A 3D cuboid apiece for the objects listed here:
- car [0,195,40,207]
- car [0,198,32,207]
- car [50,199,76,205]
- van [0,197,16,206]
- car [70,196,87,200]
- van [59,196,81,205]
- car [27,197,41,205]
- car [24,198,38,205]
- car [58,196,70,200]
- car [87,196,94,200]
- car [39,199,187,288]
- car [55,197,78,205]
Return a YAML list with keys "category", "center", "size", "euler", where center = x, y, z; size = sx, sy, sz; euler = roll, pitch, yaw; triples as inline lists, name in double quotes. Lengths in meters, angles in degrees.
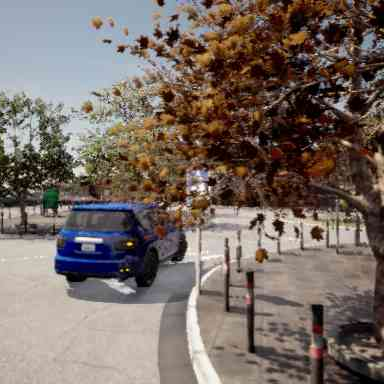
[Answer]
- category: "car"
  center: [-30.754, 1.590, 59.089]
  size: [5.566, 2.045, 2.435]
  euler: [1, -2, -38]
- category: "car"
  center: [-32.409, 1.892, 61.176]
  size: [4.892, 1.521, 2.231]
  euler: [1, -2, -38]
- category: "car"
  center: [-30.681, 2.364, 79.307]
  size: [5.366, 1.575, 1.946]
  euler: [1, -2, -38]
- category: "van"
  center: [-40.853, 2.038, 72.302]
  size: [4.442, 1.987, 1.878]
  euler: [1, -2, -38]
- category: "car"
  center: [-19.105, 1.780, 55.881]
  size: [1.882, 1.535, 5.008]
  euler: [1, -1, -21]
- category: "van"
  center: [-27.289, 1.961, 74.415]
  size: [4.442, 1.987, 1.878]
  euler: [1, -2, -38]
- category: "car"
  center: [-40.760, 2.336, 85.657]
  size: [2.150, 2.045, 5.566]
  euler: [1, -3, -38]
- category: "car"
  center: [-35.672, 2.144, 73.728]
  size: [1.812, 1.442, 4.674]
  euler: [1, -2, -38]
- category: "car"
  center: [-25.839, 1.962, 66.309]
  size: [1.882, 1.535, 5.008]
  euler: [1, -2, -38]
- category: "car"
  center: [-19.784, 1.797, 64.866]
  size: [4.553, 1.767, 2.185]
  euler: [1, -2, -38]
- category: "car"
  center: [-1.735, 1.339, 9.881]
  size: [2.150, 2.045, 5.566]
  euler: [0, -1, 11]
- category: "car"
  center: [-29.074, 2.146, 76.869]
  size: [4.553, 1.767, 2.185]
  euler: [1, -2, -38]
